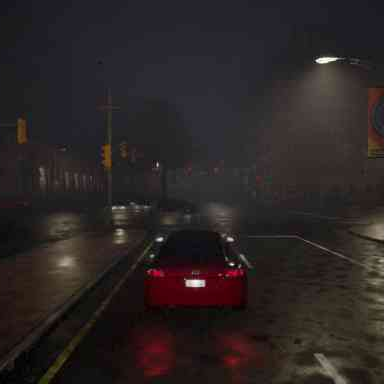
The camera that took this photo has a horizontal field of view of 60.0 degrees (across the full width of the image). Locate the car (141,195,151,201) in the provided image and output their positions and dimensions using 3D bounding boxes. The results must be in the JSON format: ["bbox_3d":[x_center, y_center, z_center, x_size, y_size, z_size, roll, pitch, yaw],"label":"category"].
[{"bbox_3d":[-11.531,1.552,83.458,1.994,1.385,4.181,0,0,0],"label":"car"}]

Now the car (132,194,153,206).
[{"bbox_3d":[-8.110,1.505,55.076,1.837,1.490,4.892,0,0,0],"label":"car"}]

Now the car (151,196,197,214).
[{"bbox_3d":[-1.686,1.505,35.386,4.892,1.490,1.837,0,1,39],"label":"car"}]

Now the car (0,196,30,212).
[{"bbox_3d":[-21.436,1.352,38.533,4.553,1.767,2.097,0,0,-16],"label":"car"}]

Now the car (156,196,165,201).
[{"bbox_3d":[-8.032,1.595,86.102,1.895,1.301,4.718,0,0,0],"label":"car"}]

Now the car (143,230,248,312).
[{"bbox_3d":[0.072,1.564,7.814,1.994,1.385,4.181,0,0,0],"label":"car"}]

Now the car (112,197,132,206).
[{"bbox_3d":[-11.641,1.601,54.471,1.895,1.301,4.718,0,0,1],"label":"car"}]

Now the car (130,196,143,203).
[{"bbox_3d":[-11.526,1.553,69.178,1.994,1.385,4.181,0,0,0],"label":"car"}]

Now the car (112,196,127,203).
[{"bbox_3d":[-14.775,1.595,67.921,1.895,1.301,4.718,0,0,0],"label":"car"}]

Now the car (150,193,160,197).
[{"bbox_3d":[-8.027,1.225,70.536,2.150,2.045,5.566,0,0,0],"label":"car"}]
